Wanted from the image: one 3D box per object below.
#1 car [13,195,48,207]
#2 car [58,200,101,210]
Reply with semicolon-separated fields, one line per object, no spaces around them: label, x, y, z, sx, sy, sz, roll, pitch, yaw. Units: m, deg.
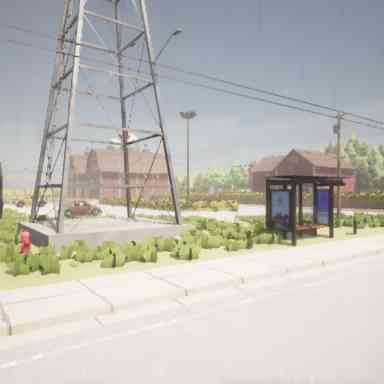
car;-24.061;1.306;49.686;4.605;1.855;1.932;0;0;-36
car;-10.646;1.517;31.648;3.905;1.438;1.784;0;0;-36
